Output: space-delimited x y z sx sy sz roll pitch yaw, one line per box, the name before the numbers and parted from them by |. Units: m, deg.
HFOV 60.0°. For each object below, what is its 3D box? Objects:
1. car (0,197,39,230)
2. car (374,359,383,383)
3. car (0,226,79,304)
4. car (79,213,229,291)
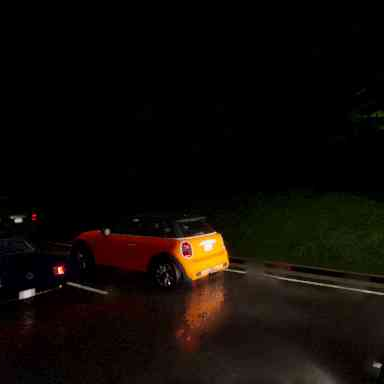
car | -9.083 1.222 14.777 5.566 2.045 2.150 0 0 36
car | 3.708 1.547 1.341 5.357 1.411 2.033 0 0 35
car | -4.863 1.601 7.465 4.718 1.301 1.895 0 0 35
car | -1.337 1.352 9.251 4.553 1.767 2.097 0 0 36
